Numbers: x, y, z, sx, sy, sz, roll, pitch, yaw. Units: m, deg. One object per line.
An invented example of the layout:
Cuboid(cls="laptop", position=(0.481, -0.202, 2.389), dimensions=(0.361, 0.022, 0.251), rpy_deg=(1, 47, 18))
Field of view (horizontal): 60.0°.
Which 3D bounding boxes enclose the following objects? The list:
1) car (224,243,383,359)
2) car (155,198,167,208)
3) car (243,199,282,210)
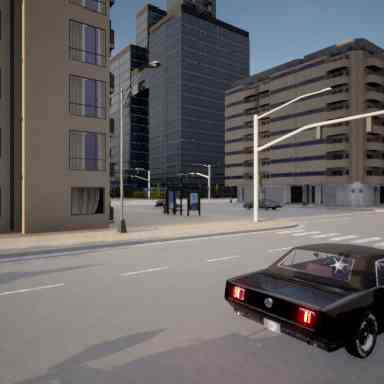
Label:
Cuboid(cls="car", position=(2.922, 1.601, 6.009), dimensions=(4.718, 1.301, 1.895), rpy_deg=(0, 0, -36))
Cuboid(cls="car", position=(-3.587, 1.619, 48.011), dimensions=(1.994, 1.385, 4.181), rpy_deg=(0, 0, -37))
Cuboid(cls="car", position=(9.090, 1.603, 43.322), dimensions=(2.033, 1.411, 5.357), rpy_deg=(0, 0, -38))
